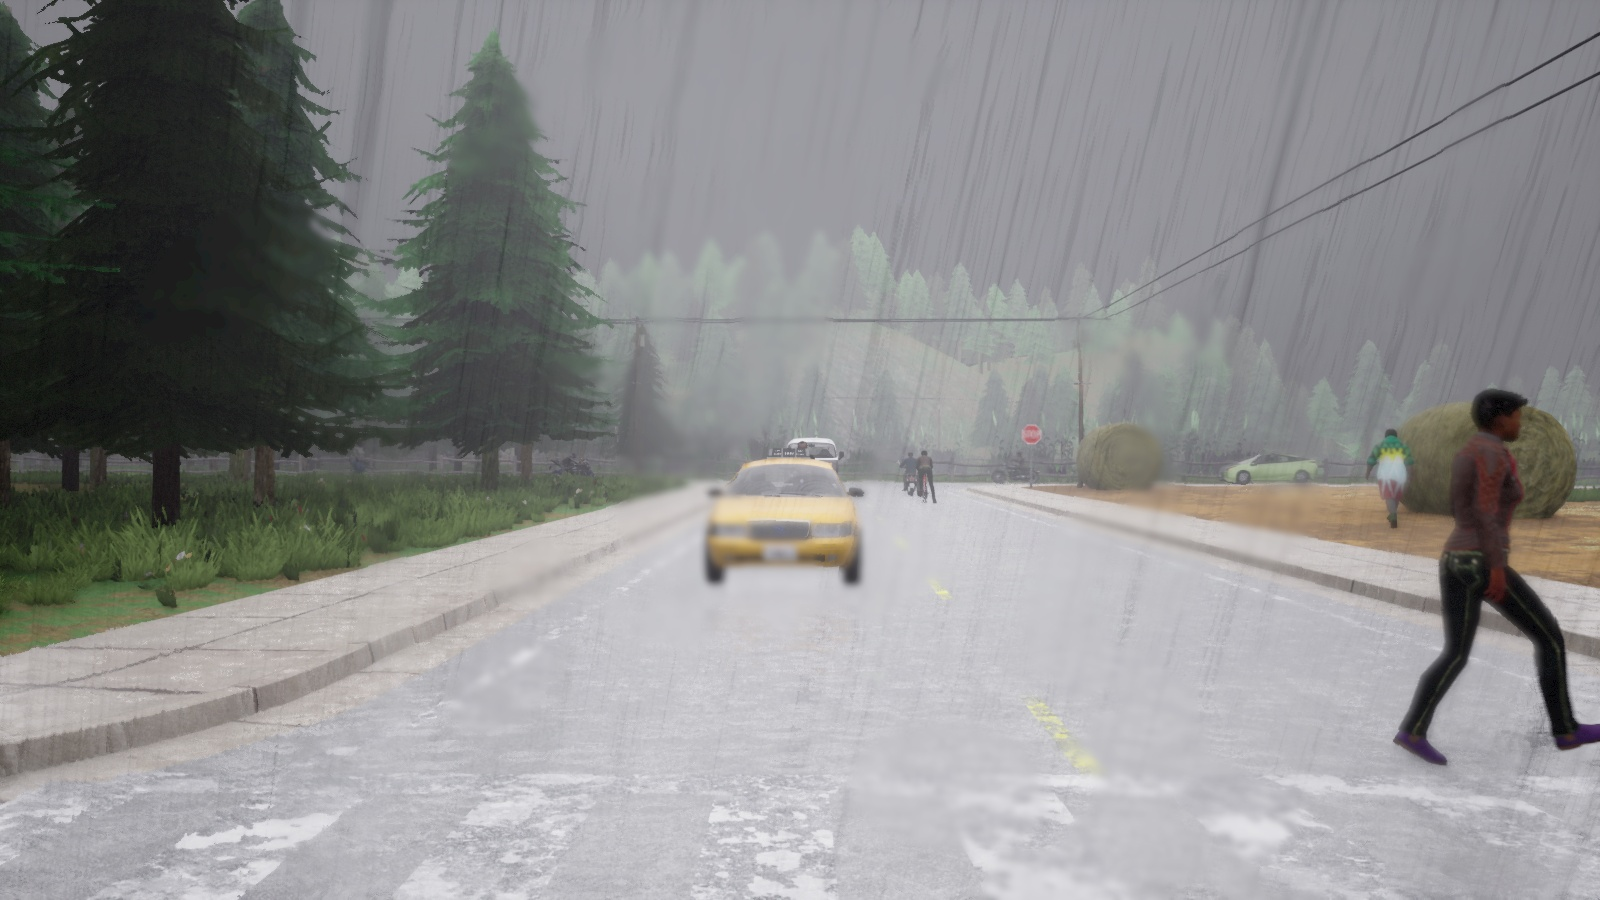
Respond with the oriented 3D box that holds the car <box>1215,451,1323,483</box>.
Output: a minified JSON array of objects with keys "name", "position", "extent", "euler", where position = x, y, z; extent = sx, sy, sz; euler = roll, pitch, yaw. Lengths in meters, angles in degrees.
[{"name":"car","position":[22.747,0.831,61.066],"extent":[4.514,1.525,2.007],"euler":[0,0,4]}]

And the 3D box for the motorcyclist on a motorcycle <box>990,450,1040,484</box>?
[{"name":"motorcyclist on a motorcycle","position":[10.591,0.846,61.918],"extent":[2.350,1.649,0.766],"euler":[0,0,4]}]

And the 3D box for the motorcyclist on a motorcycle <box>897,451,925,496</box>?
[{"name":"motorcyclist on a motorcycle","position":[3.977,0.840,45.143],"extent":[0.866,1.590,1.817],"euler":[0,0,1]}]

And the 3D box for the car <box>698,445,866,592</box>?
[{"name":"car","position":[-0.144,0.744,16.164],"extent":[1.801,1.575,5.366],"euler":[0,0,1]}]

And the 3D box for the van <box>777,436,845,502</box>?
[{"name":"van","position":[0.386,0.600,40.877],"extent":[2.069,2.038,4.480],"euler":[0,0,1]}]

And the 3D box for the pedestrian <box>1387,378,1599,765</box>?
[{"name":"pedestrian","position":[3.335,0.568,6.033],"extent":[0.869,1.805,0.328],"euler":[0,0,2]}]

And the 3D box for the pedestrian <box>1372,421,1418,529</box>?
[{"name":"pedestrian","position":[10.934,0.451,23.095],"extent":[0.659,1.952,0.873],"euler":[0,0,18]}]

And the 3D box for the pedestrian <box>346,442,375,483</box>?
[{"name":"pedestrian","position":[-19.682,0.562,56.297],"extent":[0.900,1.855,0.874],"euler":[0,0,12]}]

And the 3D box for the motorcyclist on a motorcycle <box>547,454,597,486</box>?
[{"name":"motorcyclist on a motorcycle","position":[-10.861,0.941,59.913],"extent":[2.191,1.530,0.866],"euler":[0,0,4]}]
